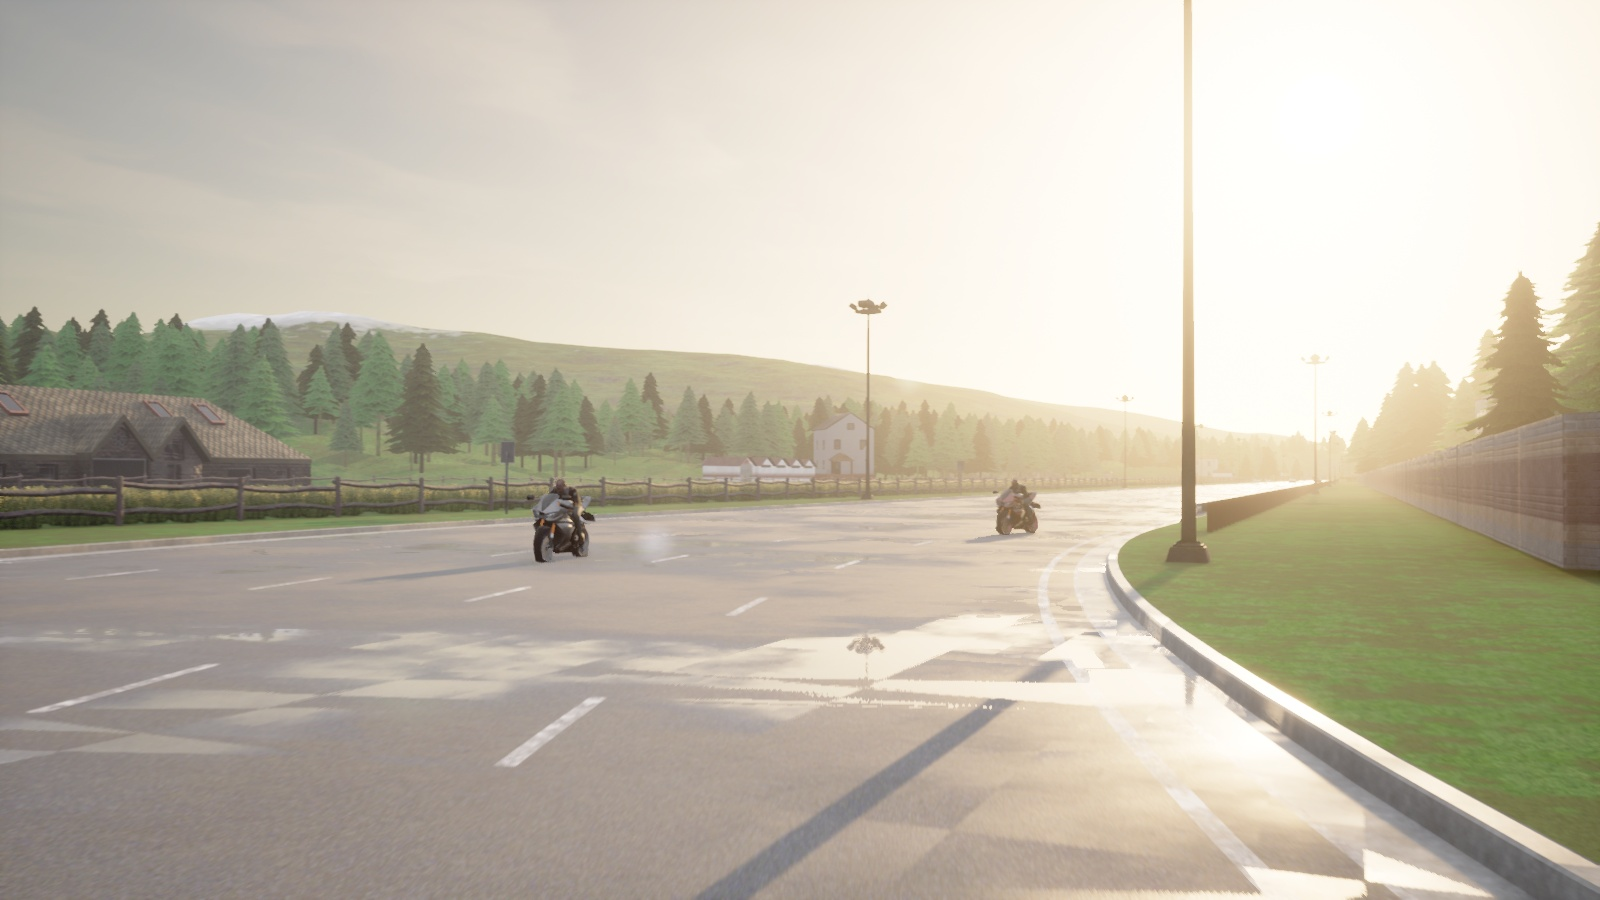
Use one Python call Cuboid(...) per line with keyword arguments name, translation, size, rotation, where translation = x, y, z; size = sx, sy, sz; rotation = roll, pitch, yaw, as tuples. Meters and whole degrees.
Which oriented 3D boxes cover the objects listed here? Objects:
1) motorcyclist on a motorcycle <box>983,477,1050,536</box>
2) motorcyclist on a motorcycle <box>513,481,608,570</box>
Cuboid(name="motorcyclist on a motorcycle", translation=(5.881, 1.521, 34.011), size=(0.866, 1.530, 2.191), rotation=(-2, -2, 37))
Cuboid(name="motorcyclist on a motorcycle", translation=(-4.344, 1.333, 22.964), size=(0.866, 1.530, 2.191), rotation=(0, -1, 14))
